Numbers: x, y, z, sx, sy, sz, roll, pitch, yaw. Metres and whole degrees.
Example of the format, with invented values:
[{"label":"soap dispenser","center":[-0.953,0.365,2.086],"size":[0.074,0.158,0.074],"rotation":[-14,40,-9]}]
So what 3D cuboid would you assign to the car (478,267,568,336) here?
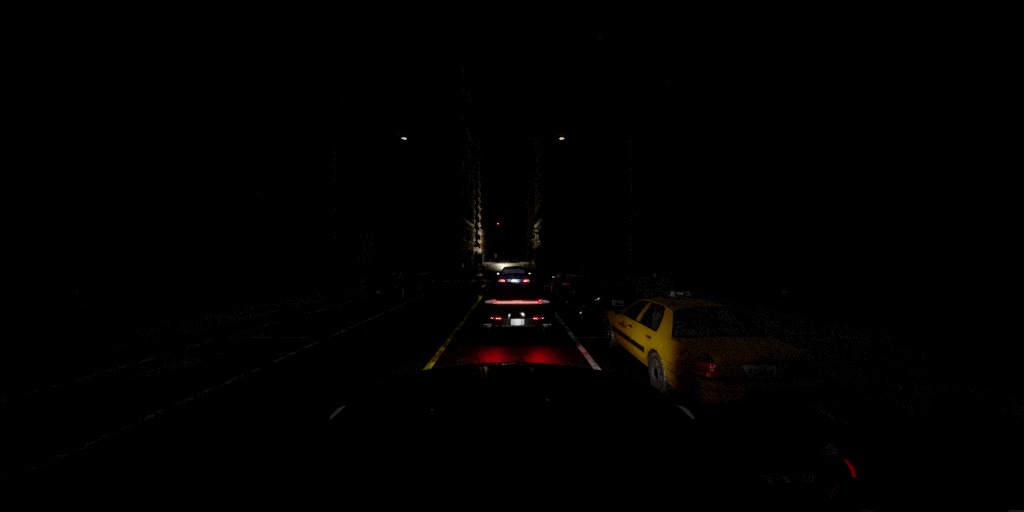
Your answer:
[{"label":"car","center":[0.107,1.239,10.326],"size":[2.128,1.511,4.902],"rotation":[0,0,0]}]

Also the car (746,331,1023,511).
[{"label":"car","center":[2.872,1.301,0.628],"size":[2.007,1.370,4.403],"rotation":[0,0,0]}]

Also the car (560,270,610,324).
[{"label":"car","center":[2.879,1.312,11.800],"size":[1.948,1.339,4.313],"rotation":[0,0,0]}]

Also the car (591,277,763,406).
[{"label":"car","center":[2.876,1.274,6.384],"size":[1.751,1.417,4.829],"rotation":[0,0,0]}]

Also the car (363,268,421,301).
[{"label":"car","center":[-5.663,1.290,17.388],"size":[1.888,1.381,4.507],"rotation":[0,0,0]}]
